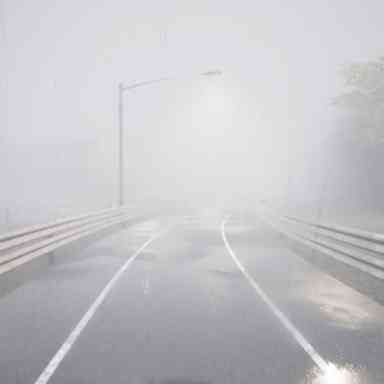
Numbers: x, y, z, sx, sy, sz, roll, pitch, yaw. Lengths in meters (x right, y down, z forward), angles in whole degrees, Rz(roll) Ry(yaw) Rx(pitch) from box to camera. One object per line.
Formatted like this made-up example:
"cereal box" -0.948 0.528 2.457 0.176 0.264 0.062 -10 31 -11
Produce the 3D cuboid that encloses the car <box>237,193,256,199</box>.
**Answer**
"car" 11.254 0.822 67.833 1.895 1.301 4.718 0 2 39

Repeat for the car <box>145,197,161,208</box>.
"car" -5.278 1.448 47.744 1.812 1.442 4.674 0 2 39
